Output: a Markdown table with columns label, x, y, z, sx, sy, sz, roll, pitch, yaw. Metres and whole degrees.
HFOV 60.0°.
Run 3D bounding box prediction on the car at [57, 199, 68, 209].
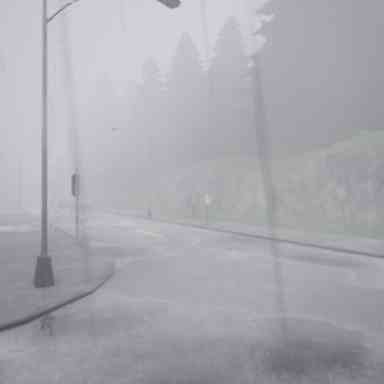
| label | x | y | z | sx | sy | sz | roll | pitch | yaw |
| --- | --- | --- | --- | --- | --- | --- | --- | --- | --- |
| car | -19.441 | 1.823 | 51.370 | 2.033 | 1.411 | 5.357 | 0 | 0 | -31 |

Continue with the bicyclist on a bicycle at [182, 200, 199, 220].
| label | x | y | z | sx | sy | sz | roll | pitch | yaw |
| --- | --- | --- | --- | --- | --- | --- | --- | --- | --- |
| bicyclist on a bicycle | -0.097 | 1.494 | 27.212 | 1.656 | 1.620 | 0.582 | 0 | 0 | -31 |

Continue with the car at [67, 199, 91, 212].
| label | x | y | z | sx | sy | sz | roll | pitch | yaw |
| --- | --- | --- | --- | --- | --- | --- | --- | --- | --- |
| car | -14.365 | 1.756 | 42.928 | 1.812 | 1.442 | 4.674 | 0 | 0 | -31 |
